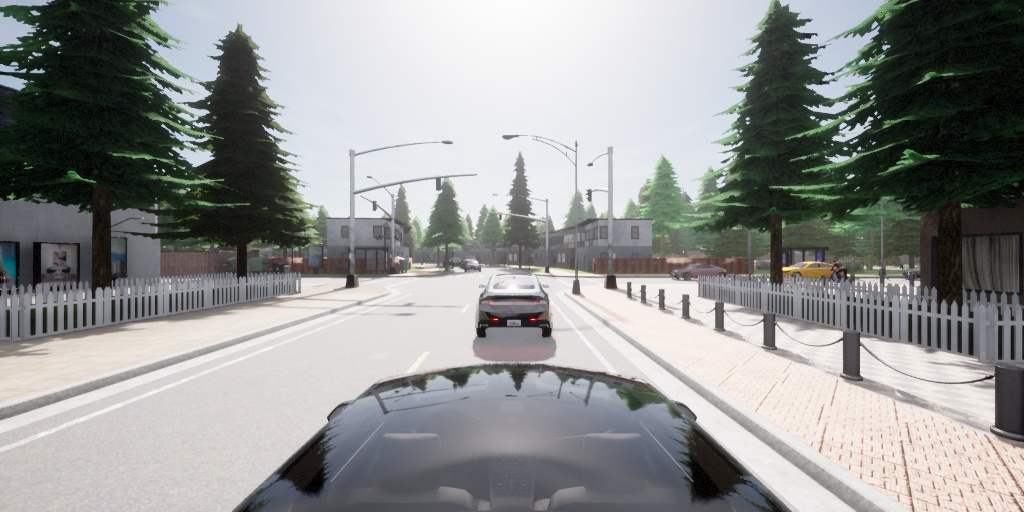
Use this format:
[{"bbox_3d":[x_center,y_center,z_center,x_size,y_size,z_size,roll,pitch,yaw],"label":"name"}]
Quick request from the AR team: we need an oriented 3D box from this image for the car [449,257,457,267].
[{"bbox_3d":[-9.919,1.067,64.064,2.097,1.767,4.553,0,0,-24],"label":"car"}]

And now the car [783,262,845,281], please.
[{"bbox_3d":[24.177,1.212,29.261,5.008,1.535,1.882,0,0,2],"label":"car"}]

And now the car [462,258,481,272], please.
[{"bbox_3d":[-4.940,1.279,45.332,1.994,1.385,4.181,0,0,-7],"label":"car"}]

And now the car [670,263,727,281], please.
[{"bbox_3d":[15.297,1.299,29.516,4.181,1.385,1.994,0,0,2],"label":"car"}]

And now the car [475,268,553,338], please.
[{"bbox_3d":[0.057,1.242,10.213,2.128,1.511,4.902,0,0,0],"label":"car"}]

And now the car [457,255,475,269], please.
[{"bbox_3d":[-6.543,0.937,54.496,2.150,2.045,5.566,0,0,-15],"label":"car"}]

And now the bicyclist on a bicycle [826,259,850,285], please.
[{"bbox_3d":[19.887,1.035,21.898,0.582,1.620,1.656,0,0,2],"label":"bicyclist on a bicycle"}]

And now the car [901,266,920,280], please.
[{"bbox_3d":[34.549,1.239,28.939,4.892,1.490,1.837,0,0,2],"label":"car"}]
